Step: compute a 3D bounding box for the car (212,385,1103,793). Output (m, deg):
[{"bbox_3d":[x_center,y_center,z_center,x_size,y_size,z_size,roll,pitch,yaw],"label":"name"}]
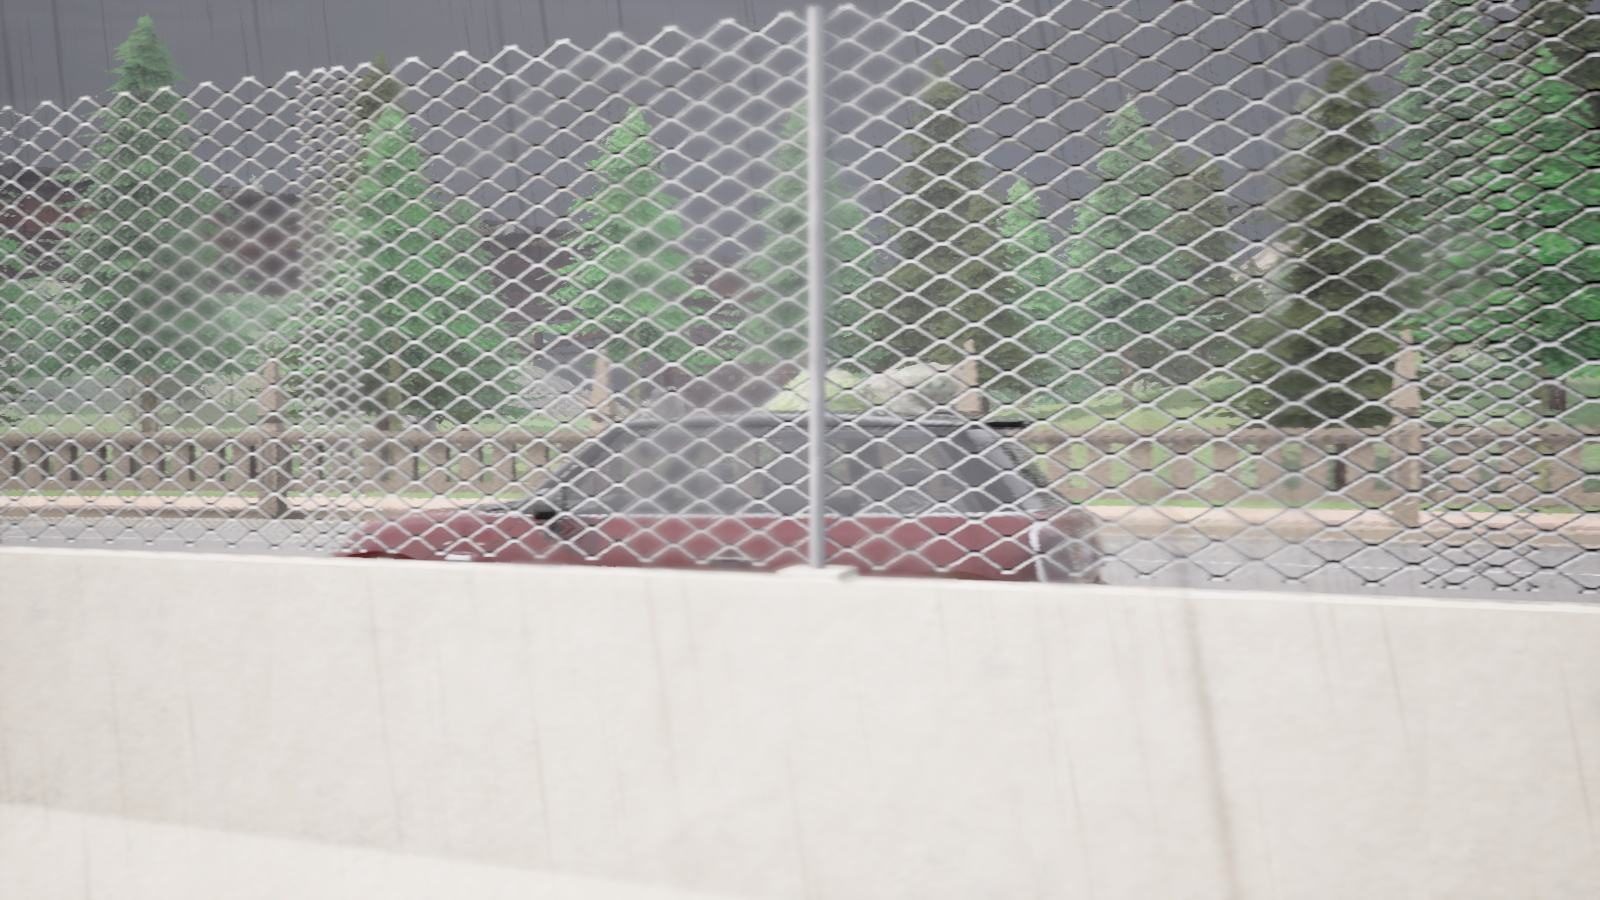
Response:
[{"bbox_3d":[-0.705,0.565,7.127,4.553,1.767,2.097,1,1,18],"label":"car"}]
